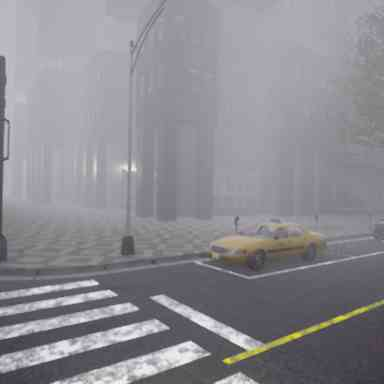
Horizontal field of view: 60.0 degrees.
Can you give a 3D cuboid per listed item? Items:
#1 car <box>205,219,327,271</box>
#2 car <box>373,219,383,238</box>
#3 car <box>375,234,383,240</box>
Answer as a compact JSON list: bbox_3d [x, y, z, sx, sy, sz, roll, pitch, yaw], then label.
[{"bbox_3d":[2.649,1.625,11.318,4.829,1.417,1.752,1,0,-36],"label":"car"},{"bbox_3d":[11.332,1.814,17.653,4.507,1.381,1.887,1,0,-36],"label":"car"},{"bbox_3d":[5.964,1.610,6.598,4.902,1.511,2.128,1,0,-36],"label":"car"}]
